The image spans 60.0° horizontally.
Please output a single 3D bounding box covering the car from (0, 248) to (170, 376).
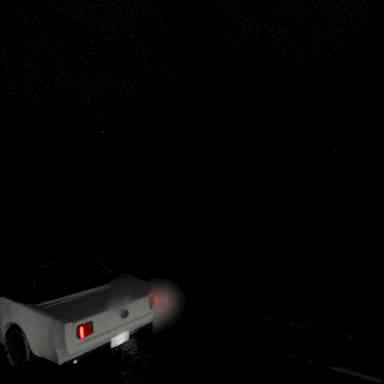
[{"bbox_3d":[-2.745,1.652,5.645,4.718,1.301,1.895,-1,0,36],"label":"car"}]
